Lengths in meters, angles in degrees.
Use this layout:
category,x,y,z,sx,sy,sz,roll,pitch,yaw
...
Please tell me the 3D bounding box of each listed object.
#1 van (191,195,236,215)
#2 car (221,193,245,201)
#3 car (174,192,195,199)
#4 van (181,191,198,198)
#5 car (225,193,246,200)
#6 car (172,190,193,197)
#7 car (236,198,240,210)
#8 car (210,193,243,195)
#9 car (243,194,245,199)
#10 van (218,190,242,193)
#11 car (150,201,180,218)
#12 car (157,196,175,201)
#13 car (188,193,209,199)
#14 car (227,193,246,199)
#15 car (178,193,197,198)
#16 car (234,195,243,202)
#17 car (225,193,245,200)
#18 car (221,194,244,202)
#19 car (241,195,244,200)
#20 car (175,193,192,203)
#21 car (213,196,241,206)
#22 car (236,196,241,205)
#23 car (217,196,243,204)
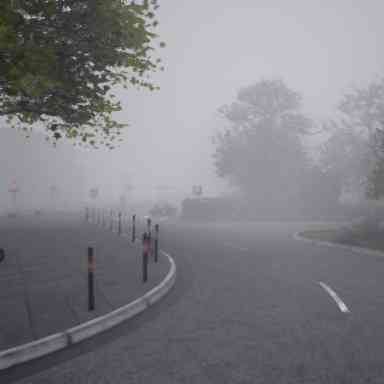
category,x,y,z,sx,sy,sz,roll,pitch,yaw
van,2.499,1.646,38.654,4.442,1.987,1.878,0,1,11
car,9.563,1.159,76.860,5.366,1.575,1.946,0,1,11
car,-1.920,0.938,86.616,5.366,1.575,1.946,0,1,11
van,-0.593,0.617,92.066,4.442,1.987,1.878,0,1,11
car,10.771,1.065,82.280,4.892,1.521,2.231,0,1,11
car,-2.279,0.741,83.827,5.566,2.045,2.435,0,1,11
car,3.151,1.850,41.358,4.792,1.488,2.163,0,1,11
car,5.701,1.438,54.994,4.553,1.767,2.185,0,1,11
car,6.684,1.462,60.459,5.008,1.535,2.097,0,1,11
van,7.823,1.137,65.889,4.442,1.987,1.878,0,1,11
car,-3.000,2.003,36.058,1.895,1.301,4.718,0,1,11
car,-4.300,1.761,47.505,1.994,1.385,4.181,0,1,11
car,1.137,1.504,57.928,2.128,1.511,4.902,0,1,11
car,11.789,0.964,87.737,5.008,1.535,2.097,0,1,11
car,-1.220,0.932,89.337,4.674,1.452,2.002,0,1,11
car,4.645,1.666,49.547,4.892,1.521,2.231,0,1,11
car,10.284,1.143,79.549,4.792,1.488,2.163,0,1,11
car,8.698,1.292,71.375,4.792,1.488,2.163,0,1,11
car,5.166,1.614,52.273,5.008,1.535,2.097,0,1,11
car,-1.235,1.461,63.599,1.994,1.385,4.181,0,1,11
car,6.177,1.553,57.731,4.674,1.452,2.002,0,1,11
car,3.450,1.764,44.127,5.366,1.575,1.946,0,1,11
car,7.195,1.452,63.189,4.674,1.452,2.002,0,1,11
